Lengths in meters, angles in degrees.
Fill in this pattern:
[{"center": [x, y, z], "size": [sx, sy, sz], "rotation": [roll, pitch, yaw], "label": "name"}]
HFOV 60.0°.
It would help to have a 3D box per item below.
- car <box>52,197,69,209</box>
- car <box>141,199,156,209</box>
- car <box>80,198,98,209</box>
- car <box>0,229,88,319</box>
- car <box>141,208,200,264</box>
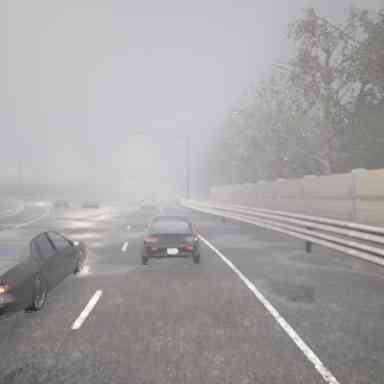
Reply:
[{"center": [-18.525, 1.511, 46.828], "size": [2.128, 1.511, 4.902], "rotation": [0, 0, -27], "label": "car"}, {"center": [-5.771, 1.580, 44.684], "size": [1.895, 1.301, 4.718], "rotation": [0, 0, -5], "label": "car"}, {"center": [-14.378, 1.570, 46.320], "size": [1.994, 1.385, 4.181], "rotation": [0, 0, -25], "label": "car"}, {"center": [-3.870, 1.553, 7.566], "size": [2.033, 1.411, 5.357], "rotation": [0, 0, -5], "label": "car"}, {"center": [-0.806, 1.518, 11.778], "size": [1.812, 1.442, 4.674], "rotation": [0, 0, -6], "label": "car"}]
